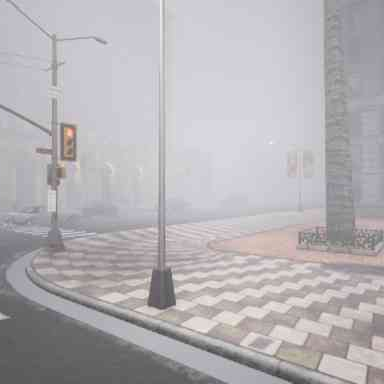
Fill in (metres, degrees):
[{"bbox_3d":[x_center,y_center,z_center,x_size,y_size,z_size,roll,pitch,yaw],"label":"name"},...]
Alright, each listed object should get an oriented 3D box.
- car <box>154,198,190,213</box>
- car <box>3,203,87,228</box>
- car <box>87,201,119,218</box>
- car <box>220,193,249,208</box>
[{"bbox_3d":[-2.242,1.505,38.084,1.837,1.490,4.892,0,0,38],"label":"car"},{"bbox_3d":[-9.897,1.601,22.502,1.895,1.301,4.718,0,0,40],"label":"car"},{"bbox_3d":[-8.695,1.526,29.897,1.812,1.442,4.674,0,0,39],"label":"car"},{"bbox_3d":[6.411,1.223,49.042,2.150,2.045,5.566,0,0,38],"label":"car"}]
